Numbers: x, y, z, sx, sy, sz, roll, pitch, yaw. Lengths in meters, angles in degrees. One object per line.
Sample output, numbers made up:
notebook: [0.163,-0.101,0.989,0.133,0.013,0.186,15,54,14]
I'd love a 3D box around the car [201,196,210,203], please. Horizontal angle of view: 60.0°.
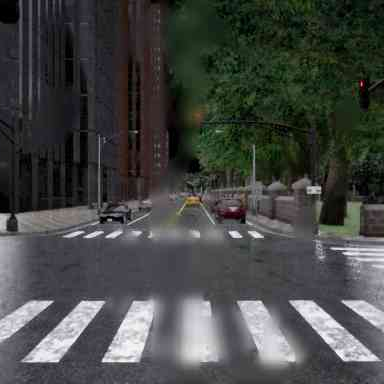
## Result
car: [2.981,1.593,74.524,1.752,1.417,4.829,0,0,0]

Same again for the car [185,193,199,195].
car: [0.192,1.277,65.406,2.150,2.045,5.566,0,0,0]

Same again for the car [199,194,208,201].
car: [3.013,1.400,85.268,2.192,1.841,5.009,0,0,0]

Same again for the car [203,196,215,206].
car: [2.933,1.487,57.985,1.967,1.590,4.097,0,0,0]

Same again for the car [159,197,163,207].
car: [-5.625,1.617,47.090,1.802,1.307,4.206,0,0,0]

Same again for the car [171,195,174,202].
car: [-5.560,1.375,68.919,2.192,1.841,5.009,0,0,0]

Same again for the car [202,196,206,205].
car: [2.900,1.585,47.072,2.008,1.369,4.403,0,0,0]

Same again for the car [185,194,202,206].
car: [0.212,1.522,55.280,1.882,1.535,5.008,0,0,0]

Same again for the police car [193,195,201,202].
police car: [1.123,1.496,76.018,1.930,1.638,5.238,0,0,0]

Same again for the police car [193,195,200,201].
police car: [1.135,1.512,86.018,1.930,1.638,5.238,0,0,0]

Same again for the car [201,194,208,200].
car: [2.917,1.481,52.529,1.967,1.590,4.097,0,0,0]

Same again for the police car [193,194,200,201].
police car: [1.171,1.521,92.018,1.930,1.638,5.238,0,0,0]

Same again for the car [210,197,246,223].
car: [2.836,1.326,25.247,2.192,1.841,5.009,0,0,0]

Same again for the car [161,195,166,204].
car: [-5.609,1.623,52.547,1.802,1.307,4.206,0,0,0]

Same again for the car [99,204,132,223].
car: [-5.689,1.577,25.262,1.947,1.339,4.313,0,0,0]

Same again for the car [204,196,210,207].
car: [2.884,1.579,41.615,2.008,1.369,4.403,0,0,0]

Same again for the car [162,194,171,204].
car: [-5.576,1.635,63.462,1.802,1.307,4.206,0,0,0]

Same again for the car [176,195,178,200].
car: [-5.496,1.534,90.747,1.967,1.590,4.097,0,0,0]

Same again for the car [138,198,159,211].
car: [-5.641,1.579,41.633,2.008,1.369,4.403,0,0,0]

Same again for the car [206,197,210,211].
car: [2.868,1.588,36.159,1.947,1.339,4.313,0,0,0]
